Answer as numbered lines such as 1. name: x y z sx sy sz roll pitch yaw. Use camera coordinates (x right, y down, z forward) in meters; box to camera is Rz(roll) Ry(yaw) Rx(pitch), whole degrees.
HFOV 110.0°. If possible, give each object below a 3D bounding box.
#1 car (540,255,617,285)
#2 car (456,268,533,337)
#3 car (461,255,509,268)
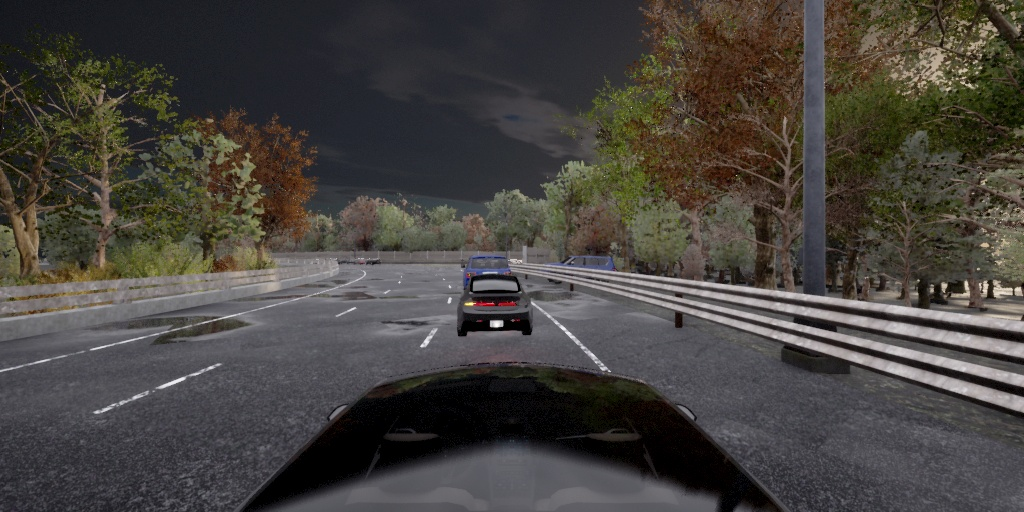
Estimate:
1. car: 4.839 0.962 26.141 5.566 2.045 2.150 3 2 -8
2. car: -0.552 1.255 10.353 1.837 1.490 4.892 0 0 -5
3. car: -1.318 0.971 17.833 2.150 2.045 5.566 0 0 -9
